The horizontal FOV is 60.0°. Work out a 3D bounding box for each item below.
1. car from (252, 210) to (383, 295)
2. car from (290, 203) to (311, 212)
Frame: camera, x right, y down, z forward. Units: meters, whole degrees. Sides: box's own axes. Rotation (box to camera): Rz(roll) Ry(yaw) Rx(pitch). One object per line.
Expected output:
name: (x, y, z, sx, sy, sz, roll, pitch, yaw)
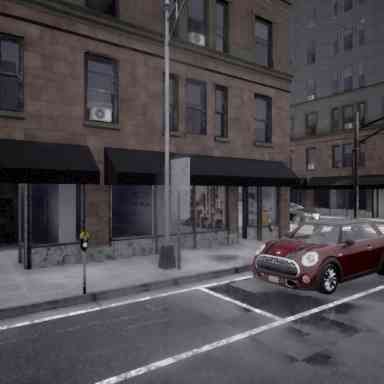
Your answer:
car: (3.464, 1.440, 8.670, 4.097, 1.590, 1.967, 0, 0, -36)
car: (7.071, 1.536, 24.623, 2.128, 1.511, 4.902, 0, 0, -35)
